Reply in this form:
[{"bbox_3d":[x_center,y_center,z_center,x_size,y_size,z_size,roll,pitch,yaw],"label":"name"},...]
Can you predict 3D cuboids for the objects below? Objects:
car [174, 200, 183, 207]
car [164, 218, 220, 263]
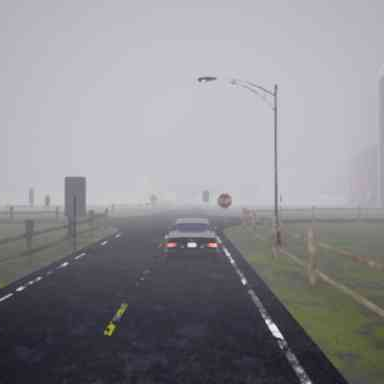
[{"bbox_3d":[-2.765,2.411,69.196,1.895,1.301,4.718,0,-1,0],"label":"car"},{"bbox_3d":[0.006,1.672,12.523,2.033,1.411,5.357,0,-1,0],"label":"car"}]
